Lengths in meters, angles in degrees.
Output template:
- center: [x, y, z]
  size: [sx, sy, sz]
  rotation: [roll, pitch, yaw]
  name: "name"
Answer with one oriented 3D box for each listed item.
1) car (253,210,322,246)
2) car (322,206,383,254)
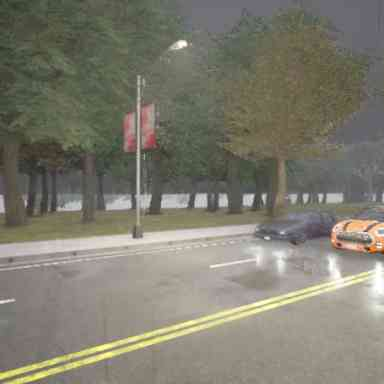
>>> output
- center: [5.307, 1.540, 15.469]
  size: [5.357, 1.411, 2.033]
  rotation: [0, 0, -36]
  name: "car"
- center: [7.474, 1.344, 13.020]
  size: [4.553, 1.767, 2.097]
  rotation: [0, 0, -36]
  name: "car"
